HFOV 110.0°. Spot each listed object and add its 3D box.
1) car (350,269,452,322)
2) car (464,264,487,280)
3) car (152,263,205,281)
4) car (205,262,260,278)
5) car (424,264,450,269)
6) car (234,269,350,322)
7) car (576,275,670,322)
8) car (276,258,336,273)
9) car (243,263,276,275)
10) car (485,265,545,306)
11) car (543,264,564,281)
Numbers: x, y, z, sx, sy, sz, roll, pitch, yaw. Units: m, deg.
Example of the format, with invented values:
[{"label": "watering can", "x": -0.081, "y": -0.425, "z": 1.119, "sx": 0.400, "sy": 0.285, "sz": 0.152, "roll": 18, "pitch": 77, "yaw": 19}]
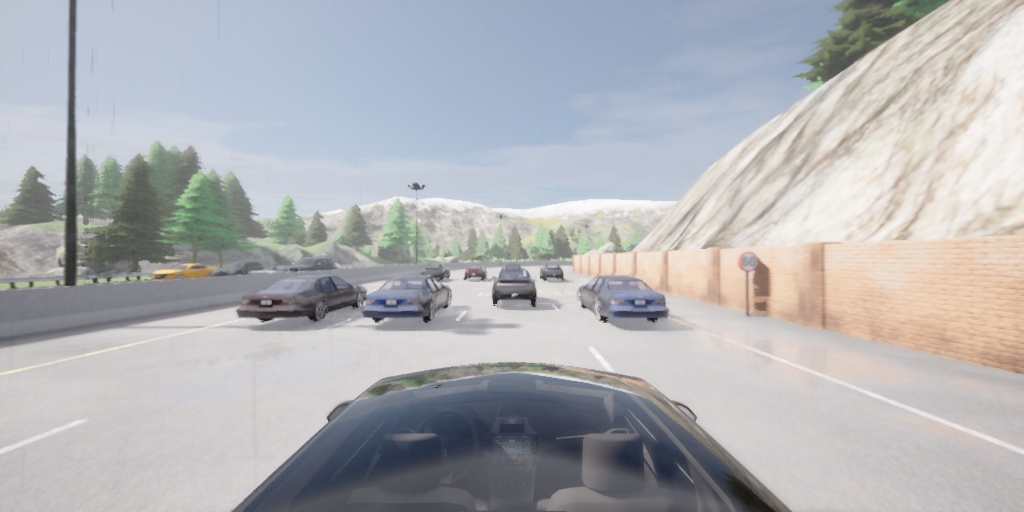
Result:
[{"label": "car", "x": -3.400, "y": 1.367, "z": 12.601, "sx": 2.033, "sy": 1.411, "sz": 5.357, "roll": 0, "pitch": 0, "yaw": 0}, {"label": "car", "x": -3.402, "y": 1.483, "z": 34.023, "sx": 1.812, "sy": 1.442, "sz": 4.674, "roll": 0, "pitch": 0, "yaw": 0}, {"label": "car", "x": -28.093, "y": 1.414, "z": 31.028, "sx": 1.882, "sy": 1.535, "sz": 5.008, "roll": 0, "pitch": 0, "yaw": 0}, {"label": "car", "x": -24.584, "y": 1.298, "z": 32.495, "sx": 2.097, "sy": 1.767, "sz": 4.553, "roll": 0, "pitch": 0, "yaw": 0}, {"label": "car", "x": -6.902, "y": 1.441, "z": 32.938, "sx": 2.128, "sy": 1.511, "sz": 4.902, "roll": 0, "pitch": 0, "yaw": 0}, {"label": "car", "x": -6.899, "y": 1.367, "z": 12.584, "sx": 2.033, "sy": 1.411, "sz": 5.357, "roll": 0, "pitch": 0, "yaw": 0}, {"label": "car", "x": 3.600, "y": 1.367, "z": 12.591, "sx": 2.033, "sy": 1.411, "sz": 5.357, "roll": 0, "pitch": 0, "yaw": 0}, {"label": "car", "x": -17.595, "y": 1.164, "z": 31.516, "sx": 2.150, "sy": 2.045, "sz": 5.566, "roll": 0, "pitch": -1, "yaw": 0}, {"label": "car", "x": -21.094, "y": 1.544, "z": 31.977, "sx": 1.895, "sy": 1.301, "sz": 4.718, "roll": 0, "pitch": 0, "yaw": 0}, {"label": "car", "x": 0.100, "y": 1.335, "z": 16.346, "sx": 2.128, "sy": 1.511, "sz": 4.902, "roll": 0, "pitch": 0, "yaw": 0}, {"label": "car", "x": 3.598, "y": 1.442, "z": 32.929, "sx": 2.128, "sy": 1.511, "sz": 4.902, "roll": 0, "pitch": 0, "yaw": 0}]
